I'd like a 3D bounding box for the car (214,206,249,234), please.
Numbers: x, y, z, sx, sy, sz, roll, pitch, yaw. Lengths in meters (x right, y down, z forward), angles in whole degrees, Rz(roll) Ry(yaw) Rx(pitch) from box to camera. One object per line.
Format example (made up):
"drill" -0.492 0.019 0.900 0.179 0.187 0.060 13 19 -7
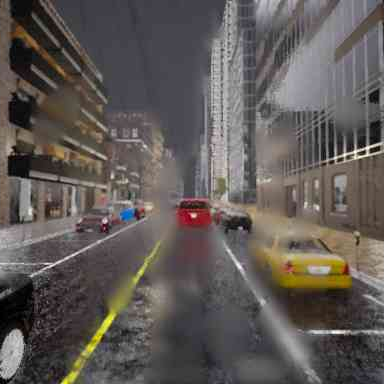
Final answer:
"car" 2.670 1.775 20.524 2.008 1.369 4.403 1 -1 0

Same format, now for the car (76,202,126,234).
"car" -5.675 1.665 20.650 1.967 1.590 4.097 1 -1 0

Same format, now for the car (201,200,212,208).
"car" 2.663 2.243 60.405 1.802 1.307 4.206 1 -1 0

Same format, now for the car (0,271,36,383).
"car" -3.101 1.507 2.576 1.882 1.535 5.008 0 -1 0

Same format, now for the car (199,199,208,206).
"car" 2.662 2.397 77.500 1.887 1.381 4.507 1 -1 0

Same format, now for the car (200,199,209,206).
"car" 2.663 2.315 71.972 1.752 1.417 4.829 1 -1 0

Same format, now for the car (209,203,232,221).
"car" 2.669 1.875 32.089 1.752 1.417 4.829 1 -1 0

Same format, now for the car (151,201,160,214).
"car" -5.680 1.996 43.268 1.752 1.417 4.829 1 -1 0

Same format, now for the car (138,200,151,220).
"car" -5.673 1.663 32.045 2.192 1.841 5.009 1 -1 0

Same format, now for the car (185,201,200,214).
"car" 0.094 1.959 41.924 1.837 1.490 4.892 0 -1 0

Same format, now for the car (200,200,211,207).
"car" 2.664 2.270 66.103 1.887 1.381 4.507 1 -1 0

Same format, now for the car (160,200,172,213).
"car" -3.089 2.056 45.220 1.994 1.385 4.181 0 -1 0

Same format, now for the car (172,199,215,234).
"car" 0.098 1.455 21.269 2.150 2.045 5.566 0 0 0

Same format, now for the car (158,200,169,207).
"car" -5.683 2.249 66.057 1.752 1.417 4.829 1 -1 0

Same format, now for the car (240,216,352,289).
"car" 2.672 1.628 9.299 1.752 1.417 4.829 1 -1 0

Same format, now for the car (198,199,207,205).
"car" 2.661 2.468 83.197 2.008 1.369 4.403 1 -1 0

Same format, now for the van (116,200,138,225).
"van" -5.673 1.628 26.348 1.690 1.788 3.998 1 -1 0

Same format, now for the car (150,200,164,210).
"car" -5.682 2.144 54.832 1.887 1.381 4.507 1 -1 0

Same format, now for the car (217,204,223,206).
"car" 2.669 1.831 26.221 1.887 1.381 4.507 1 -1 0
